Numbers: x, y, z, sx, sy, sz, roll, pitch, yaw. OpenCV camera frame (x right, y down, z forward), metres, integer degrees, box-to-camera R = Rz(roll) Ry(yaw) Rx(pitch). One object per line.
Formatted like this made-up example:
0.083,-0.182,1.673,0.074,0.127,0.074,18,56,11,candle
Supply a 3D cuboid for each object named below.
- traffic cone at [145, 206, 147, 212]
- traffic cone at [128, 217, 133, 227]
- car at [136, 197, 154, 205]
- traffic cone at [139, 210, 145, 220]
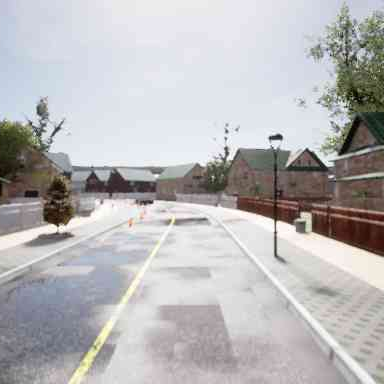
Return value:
-4.279,1.825,30.627,0.340,0.580,0.340,0,0,-6,traffic cone
-3.848,1.871,20.908,0.340,0.580,0.340,0,0,0,traffic cone
-7.261,1.367,51.126,1.895,1.301,4.718,0,0,-22,car
-3.916,1.848,25.802,0.340,0.580,0.340,0,0,-2,traffic cone
